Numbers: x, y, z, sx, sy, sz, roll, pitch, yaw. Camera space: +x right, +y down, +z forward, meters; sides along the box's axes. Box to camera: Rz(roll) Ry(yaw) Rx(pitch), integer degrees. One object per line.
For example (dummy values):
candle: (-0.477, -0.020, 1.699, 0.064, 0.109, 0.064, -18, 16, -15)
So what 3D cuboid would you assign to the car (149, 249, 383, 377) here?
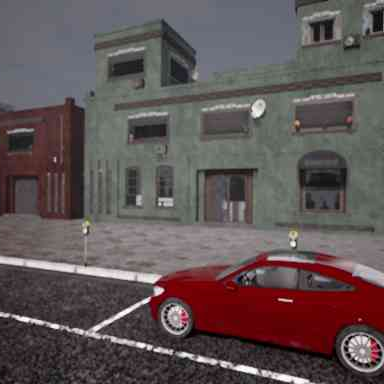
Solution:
car: (1.337, 1.581, 5.222, 4.206, 1.307, 1.802, 0, 1, 24)
